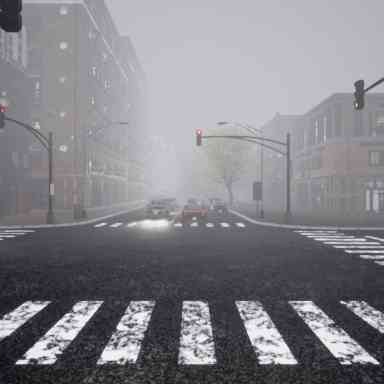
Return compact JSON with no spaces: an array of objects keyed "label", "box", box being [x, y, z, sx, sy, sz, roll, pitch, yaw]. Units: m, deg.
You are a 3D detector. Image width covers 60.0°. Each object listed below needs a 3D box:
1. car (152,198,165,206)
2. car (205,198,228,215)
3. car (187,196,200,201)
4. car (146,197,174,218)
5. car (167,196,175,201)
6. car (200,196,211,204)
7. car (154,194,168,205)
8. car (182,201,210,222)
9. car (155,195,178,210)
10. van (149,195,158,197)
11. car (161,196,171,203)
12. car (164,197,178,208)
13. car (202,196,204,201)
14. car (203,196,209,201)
[{"label":"car","box":[-5.697,1.651,56.418,1.802,1.307,4.206,0,0,0]},{"label":"car","box":[2.686,1.580,33.630,2.008,1.369,4.403,0,0,0]},{"label":"car","box":[-0.005,1.643,60.812,1.994,1.385,4.181,0,0,0]},{"label":"car","box":[-3.104,1.516,30.840,2.128,1.511,4.902,0,0,0]},{"label":"car","box":[-5.701,1.687,90.429,1.752,1.417,4.829,0,0,0]},{"label":"car","box":[2.683,1.537,67.811,1.967,1.590,4.097,0,0,0]},{"label":"car","box":[-5.698,1.397,62.115,2.192,1.841,5.009,0,0,0]},{"label":"car","box":[0.212,1.618,26.199,1.895,1.301,4.718,0,0,1]},{"label":"car","box":[-3.097,1.518,40.288,1.882,1.535,5.008,0,0,0]},{"label":"van","box":[-5.697,1.399,50.721,1.690,1.788,3.998,0,0,0]},{"label":"car","box":[-5.698,1.663,73.508,2.008,1.369,4.403,0,0,0]},{"label":"car","box":[-3.091,1.583,50.386,1.812,1.442,4.674,0,0,0]},{"label":"car","box":[2.685,1.488,45.023,1.967,1.590,4.097,0,0,0]},{"label":"car","box":[2.686,1.479,39.327,1.967,1.590,4.097,0,0,0]}]
